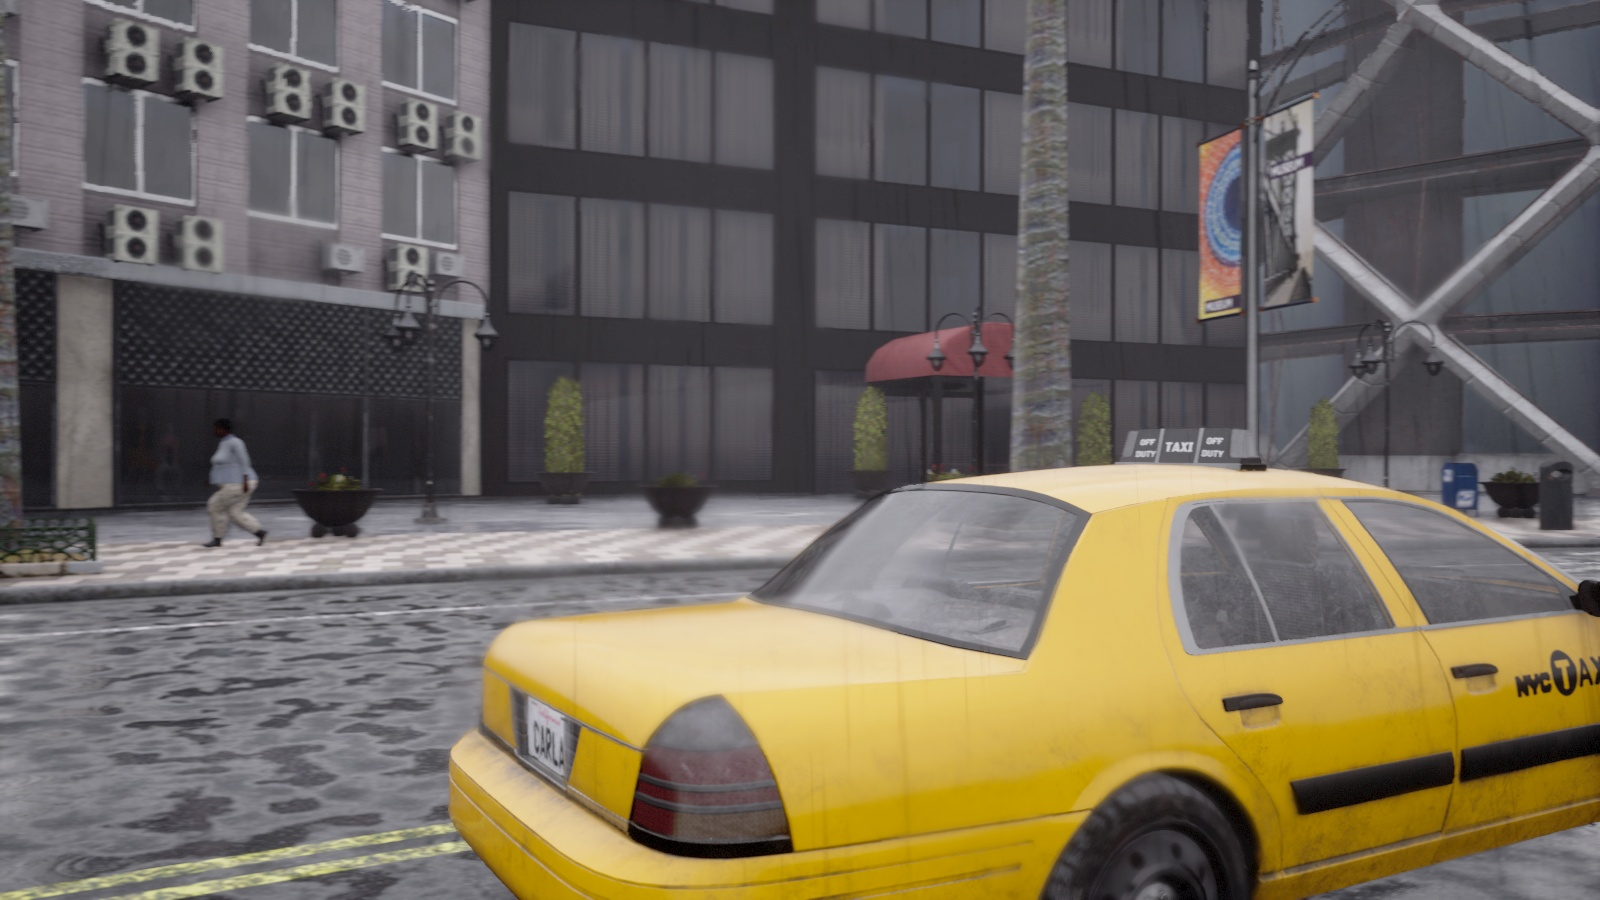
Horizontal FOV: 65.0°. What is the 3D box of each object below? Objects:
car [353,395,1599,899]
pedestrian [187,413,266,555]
[{"bbox_3d":[1.420,0.688,4.361,5.366,1.575,1.801,0,0,-30],"label":"car"},{"bbox_3d":[-7.759,0.440,16.967,0.900,1.855,0.874,0,0,-29],"label":"pedestrian"}]
